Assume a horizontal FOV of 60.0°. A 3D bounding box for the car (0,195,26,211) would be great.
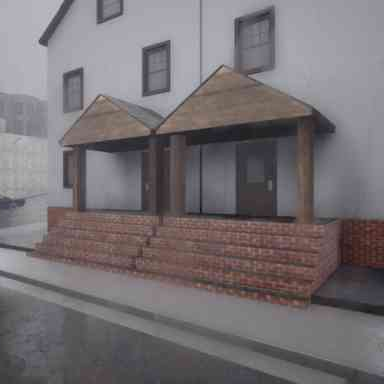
[{"bbox_3d":[-15.468,1.012,25.408,1.895,1.301,4.718,0,6,35],"label":"car"}]
